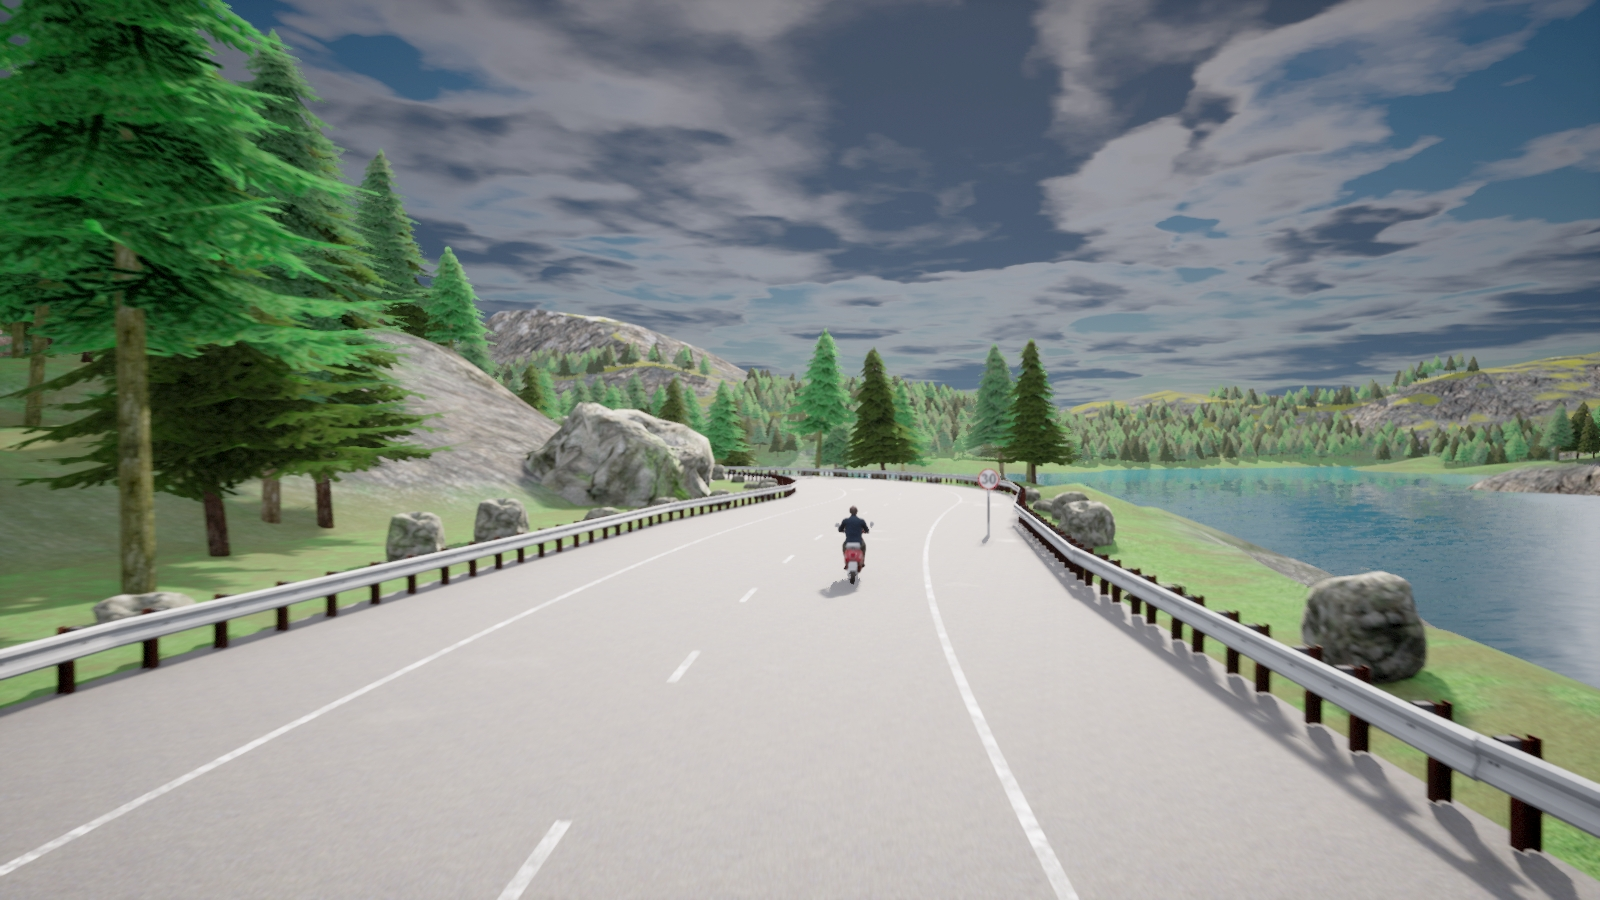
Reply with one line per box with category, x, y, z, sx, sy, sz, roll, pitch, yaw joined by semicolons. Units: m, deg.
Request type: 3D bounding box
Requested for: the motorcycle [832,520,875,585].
motorcycle;1.165;2.182;24.607;0.856;1.236;1.805;0;0;5
